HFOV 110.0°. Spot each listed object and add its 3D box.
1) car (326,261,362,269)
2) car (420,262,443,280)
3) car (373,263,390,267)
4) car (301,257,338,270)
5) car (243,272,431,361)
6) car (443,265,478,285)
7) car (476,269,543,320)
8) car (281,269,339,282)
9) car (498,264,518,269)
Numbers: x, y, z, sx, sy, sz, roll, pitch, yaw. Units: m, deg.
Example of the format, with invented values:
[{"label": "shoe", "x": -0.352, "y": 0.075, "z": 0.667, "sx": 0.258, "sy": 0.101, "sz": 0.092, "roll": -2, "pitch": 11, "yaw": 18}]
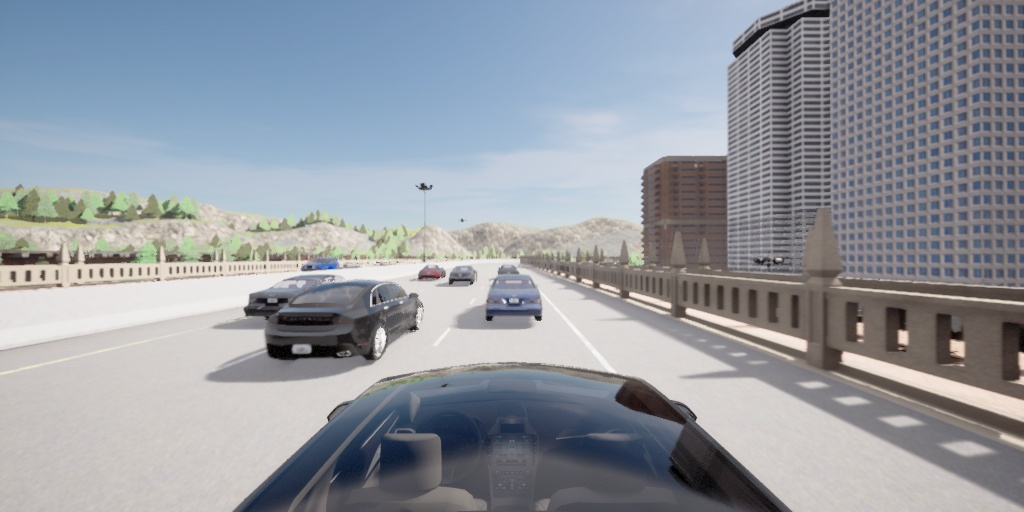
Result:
[{"label": "car", "x": -18.270, "y": 1.549, "z": 39.766, "sx": 1.895, "sy": 1.301, "sz": 4.718, "roll": 0, "pitch": 0, "yaw": -2}, {"label": "car", "x": -7.405, "y": 1.480, "z": 33.657, "sx": 1.994, "sy": 1.385, "sz": 4.181, "roll": 0, "pitch": 0, "yaw": -2}, {"label": "car", "x": -14.799, "y": 1.518, "z": 40.917, "sx": 1.994, "sy": 1.385, "sz": 4.181, "roll": 0, "pitch": 0, "yaw": -2}, {"label": "car", "x": -21.807, "y": 1.176, "z": 41.092, "sx": 2.150, "sy": 2.045, "sz": 5.566, "roll": 0, "pitch": 0, "yaw": -2}, {"label": "car", "x": -3.455, "y": 1.291, "z": 8.348, "sx": 1.837, "sy": 1.490, "sz": 4.892, "roll": 0, "pitch": 0, "yaw": 0}, {"label": "car", "x": -3.753, "y": 1.435, "z": 28.045, "sx": 2.033, "sy": 1.411, "sz": 5.357, "roll": 0, "pitch": 0, "yaw": -1}, {"label": "car", "x": 0.048, "y": 1.356, "z": 12.898, "sx": 2.033, "sy": 1.411, "sz": 5.357, "roll": 0, "pitch": 0, "yaw": 0}, {"label": "car", "x": -6.950, "y": 1.356, "z": 12.894, "sx": 2.033, "sy": 1.411, "sz": 5.357, "roll": 0, "pitch": 0, "yaw": 0}, {"label": "car", "x": -0.406, "y": 1.481, "z": 33.788, "sx": 1.994, "sy": 1.385, "sz": 4.181, "roll": 0, "pitch": 0, "yaw": -2}]
